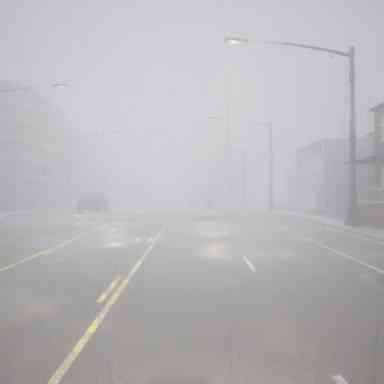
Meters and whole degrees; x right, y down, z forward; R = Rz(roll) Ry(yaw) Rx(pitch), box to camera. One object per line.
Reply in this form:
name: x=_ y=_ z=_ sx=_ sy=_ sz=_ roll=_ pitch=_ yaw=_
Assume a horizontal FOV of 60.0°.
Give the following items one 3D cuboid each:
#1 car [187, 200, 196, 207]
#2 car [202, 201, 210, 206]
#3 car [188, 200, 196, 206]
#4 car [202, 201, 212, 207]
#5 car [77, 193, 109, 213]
car: x=-0.044 y=2.669 z=73.977 sx=1.994 sy=1.385 sz=4.181 roll=0 pitch=-2 yaw=0
car: x=3.450 y=2.803 z=82.724 sx=1.895 sy=1.301 sz=4.718 roll=0 pitch=-2 yaw=0
car: x=-0.050 y=2.688 z=82.695 sx=1.882 sy=1.535 sz=5.008 roll=0 pitch=-2 yaw=0
car: x=3.456 y=2.624 z=73.368 sx=2.033 sy=1.411 sz=5.357 roll=0 pitch=-2 yaw=0
car: x=-10.532 y=1.145 z=35.784 sx=2.150 sy=2.045 sz=5.566 roll=0 pitch=-1 yaw=0
